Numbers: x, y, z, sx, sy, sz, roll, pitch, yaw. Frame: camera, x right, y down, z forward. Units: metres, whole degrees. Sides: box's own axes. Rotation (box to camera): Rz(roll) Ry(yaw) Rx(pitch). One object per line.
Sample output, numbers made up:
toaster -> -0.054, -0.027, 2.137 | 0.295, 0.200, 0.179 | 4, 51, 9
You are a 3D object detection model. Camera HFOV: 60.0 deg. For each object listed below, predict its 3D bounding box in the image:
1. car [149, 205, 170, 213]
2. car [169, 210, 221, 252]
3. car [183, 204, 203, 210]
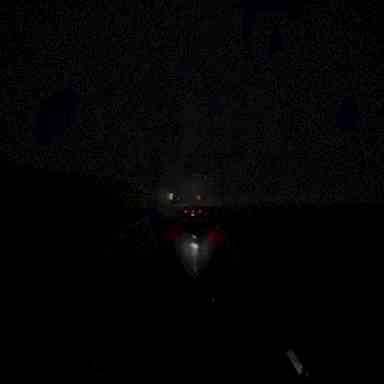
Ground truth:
car -> -2.765, 1.379, 29.804 | 1.895, 1.301, 4.718 | 0, -1, 0
car -> 0.092, 1.636, 14.032 | 1.895, 1.301, 4.718 | 0, 0, 0
car -> 0.082, 1.792, 31.672 | 1.895, 1.301, 4.718 | 0, -1, 0
